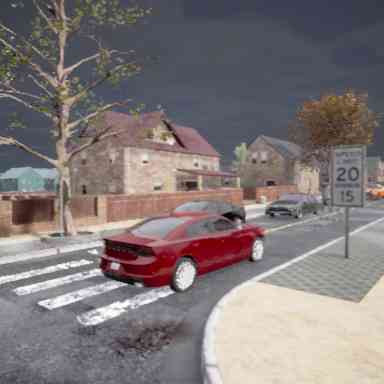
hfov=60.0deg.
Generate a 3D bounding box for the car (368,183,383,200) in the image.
[{"bbox_3d":[19.567,-0.133,36.303,2.097,1.767,4.553,1,3,40],"label":"car"}]

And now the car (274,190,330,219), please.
[{"bbox_3d":[6.497,0.773,20.738,2.033,1.411,5.357,1,3,40],"label":"car"}]

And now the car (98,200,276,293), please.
[{"bbox_3d":[0.065,1.219,8.443,1.882,1.535,5.008,1,3,40],"label":"car"}]

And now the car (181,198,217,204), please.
[{"bbox_3d":[0.292,1.044,13.263,1.882,1.535,5.008,1,3,39],"label":"car"}]

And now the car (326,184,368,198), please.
[{"bbox_3d":[13.030,0.090,28.534,2.150,2.045,5.566,1,3,40],"label":"car"}]
